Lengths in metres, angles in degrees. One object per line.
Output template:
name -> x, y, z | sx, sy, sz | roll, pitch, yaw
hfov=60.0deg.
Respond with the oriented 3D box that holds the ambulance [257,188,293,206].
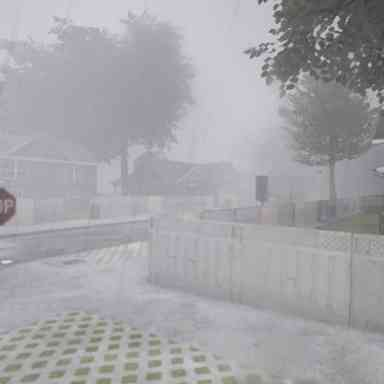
ambulance -> 9.522, 0.773, 38.019 | 2.351, 2.431, 6.366 | 0, 0, 35
